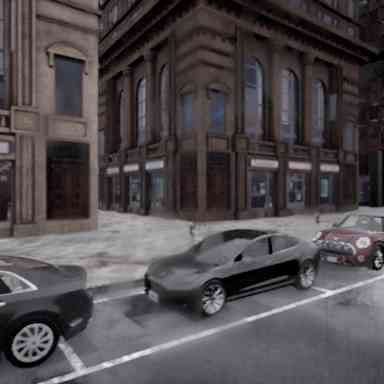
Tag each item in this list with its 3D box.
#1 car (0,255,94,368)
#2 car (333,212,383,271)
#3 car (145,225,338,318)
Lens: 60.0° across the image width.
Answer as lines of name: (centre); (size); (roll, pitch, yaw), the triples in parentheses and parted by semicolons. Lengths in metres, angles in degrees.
car: (-3.495, 1.554, 4.152); (4.403, 1.369, 2.008); (0, 0, -35)
car: (5.630, 1.382, 10.651); (4.097, 1.590, 1.967); (0, 0, -35)
car: (1.068, 1.539, 7.402); (4.313, 1.339, 1.947); (0, 0, -35)
